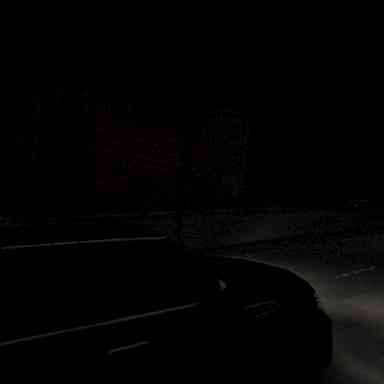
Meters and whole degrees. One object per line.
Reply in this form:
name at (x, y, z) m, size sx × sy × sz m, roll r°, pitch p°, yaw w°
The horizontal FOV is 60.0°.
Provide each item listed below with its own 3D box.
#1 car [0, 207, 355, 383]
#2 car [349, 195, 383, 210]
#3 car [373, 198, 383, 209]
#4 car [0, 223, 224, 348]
car at (-1.105, 1.221, 2.959) m, size 5.566 × 2.045 × 2.150 m, roll 0°, pitch 0°, yaw -35°
car at (21.693, 1.367, 40.946) m, size 5.566 × 2.045 × 2.150 m, roll 3°, pitch -2°, yaw -35°
car at (22.810, 1.708, 37.449) m, size 4.718 × 1.301 × 1.895 m, roll 2°, pitch -1°, yaw -35°
car at (-2.069, 1.546, 6.571) m, size 5.357 × 1.411 × 2.033 m, roll 0°, pitch 0°, yaw -36°
